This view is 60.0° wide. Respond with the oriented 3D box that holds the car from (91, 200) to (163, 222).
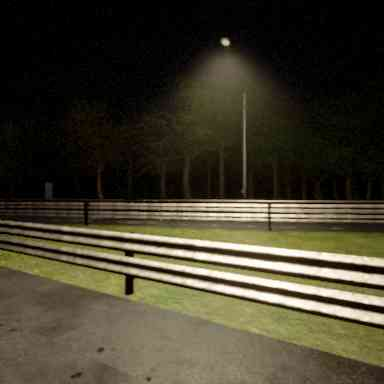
[{"bbox_3d":[-4.579,1.281,23.370,5.357,1.411,2.033,0,0,19],"label":"car"}]
